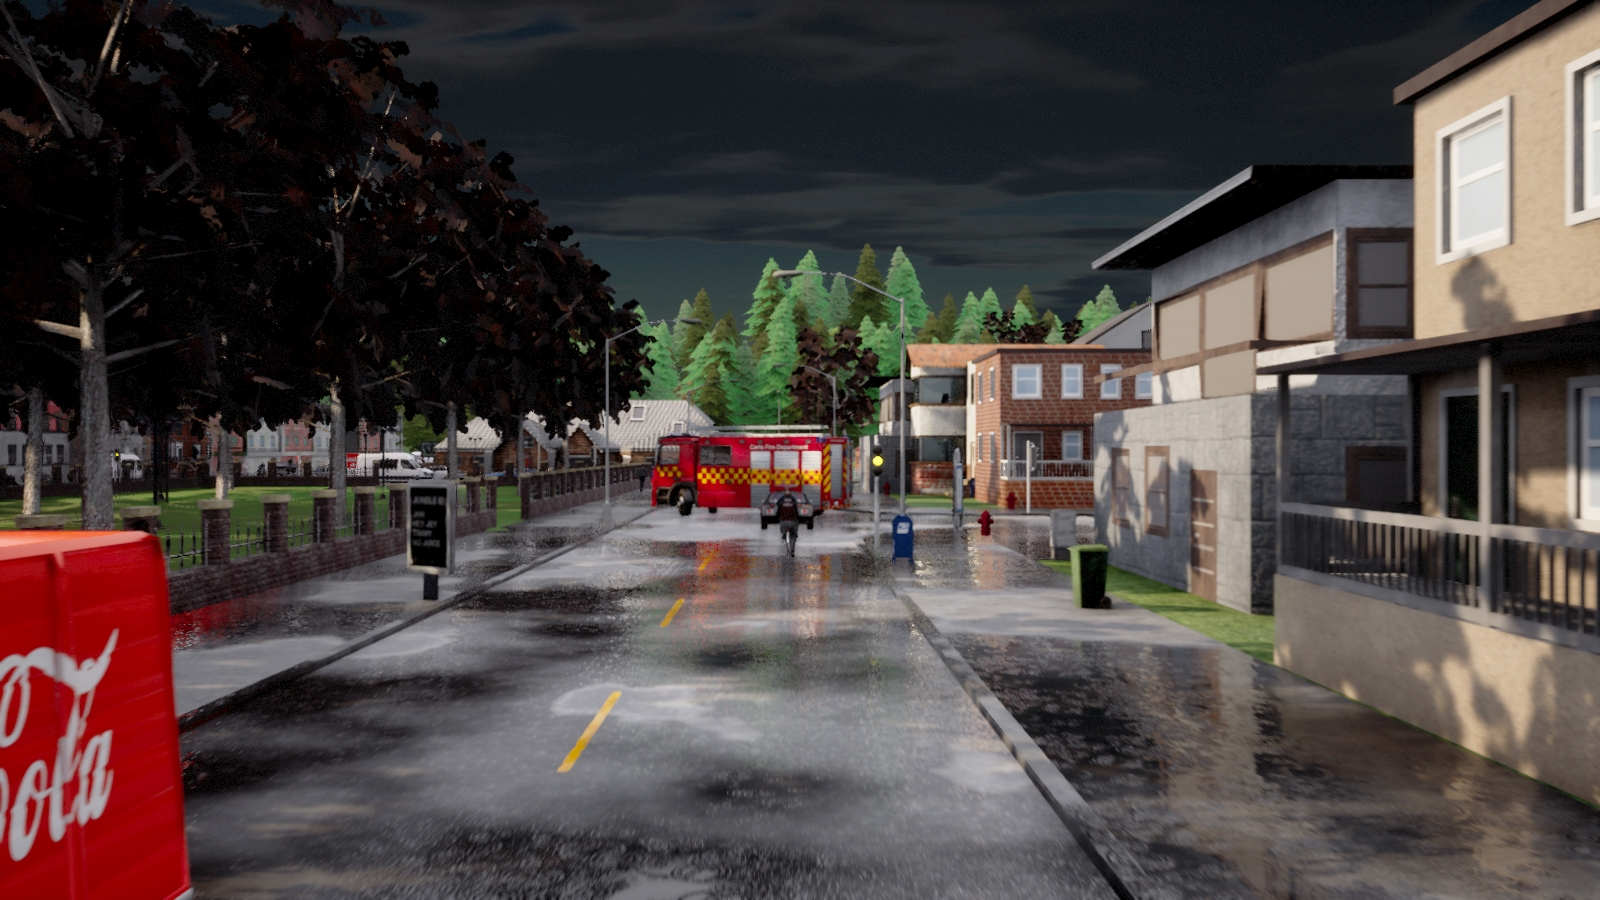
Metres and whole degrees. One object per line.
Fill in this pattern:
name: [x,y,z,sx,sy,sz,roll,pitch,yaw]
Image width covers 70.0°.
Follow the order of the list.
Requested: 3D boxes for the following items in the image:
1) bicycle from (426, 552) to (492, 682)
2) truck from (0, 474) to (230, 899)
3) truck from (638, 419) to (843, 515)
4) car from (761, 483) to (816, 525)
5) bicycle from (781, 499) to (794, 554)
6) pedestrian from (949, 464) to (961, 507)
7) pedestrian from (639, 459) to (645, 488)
bicycle: [-4.020,1.936,13.561,0.373,1.296,1.643,0,0,-3]
truck: [-3.974,1.348,2.805,2.627,2.467,5.204,0,0,-1]
truck: [-2.596,0.671,48.911,8.468,3.827,2.891,0,0,27]
car: [-0.437,1.935,41.500,1.895,1.301,4.718,0,0,-1]
bicycle: [-0.326,1.940,29.286,0.329,1.271,1.835,0,0,-1]
pedestrian: [6.647,1.515,49.019,0.375,1.860,0.375,0,0,-34]
pedestrian: [-10.262,1.526,74.237,0.375,1.860,0.375,0,0,-1]
